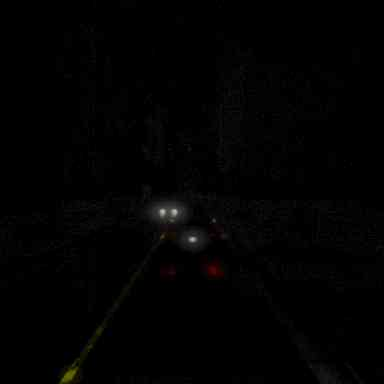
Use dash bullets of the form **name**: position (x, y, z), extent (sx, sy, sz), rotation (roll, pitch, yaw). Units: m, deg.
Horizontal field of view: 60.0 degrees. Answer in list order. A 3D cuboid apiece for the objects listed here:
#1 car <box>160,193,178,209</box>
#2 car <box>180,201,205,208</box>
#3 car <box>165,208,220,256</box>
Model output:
- **car**: position (-3.039, 1.194, 44.978), extent (2.150, 2.045, 5.566), rotation (0, 0, 1)
- **car**: position (0.039, 1.492, 27.997), extent (1.837, 1.490, 4.892), rotation (0, 0, 0)
- **car**: position (0.044, 1.561, 13.164), extent (1.994, 1.385, 4.181), rotation (0, 0, 1)
